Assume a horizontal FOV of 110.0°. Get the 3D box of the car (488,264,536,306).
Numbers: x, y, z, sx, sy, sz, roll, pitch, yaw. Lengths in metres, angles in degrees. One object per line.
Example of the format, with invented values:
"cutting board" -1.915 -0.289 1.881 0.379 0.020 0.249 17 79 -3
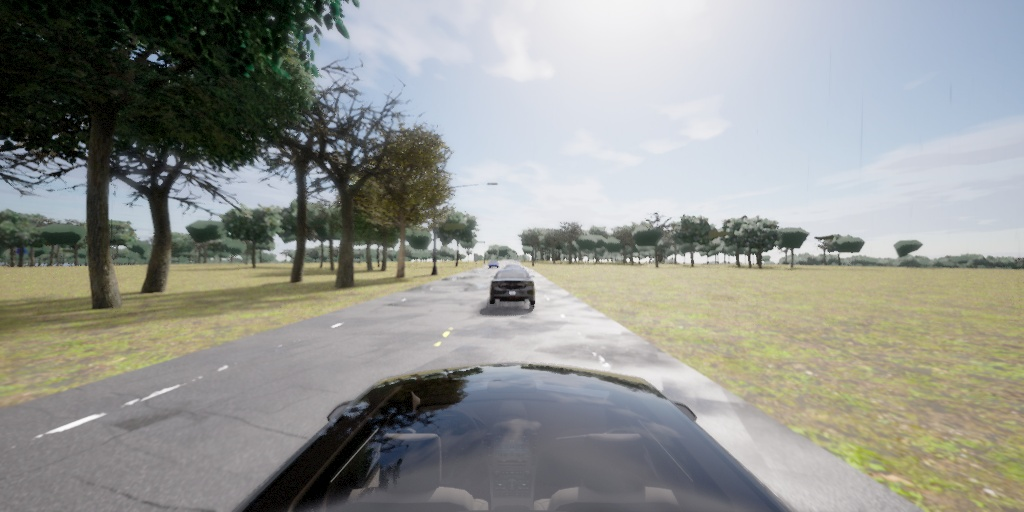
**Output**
"car" 0.026 1.306 16.286 1.882 1.535 5.008 0 -1 0
